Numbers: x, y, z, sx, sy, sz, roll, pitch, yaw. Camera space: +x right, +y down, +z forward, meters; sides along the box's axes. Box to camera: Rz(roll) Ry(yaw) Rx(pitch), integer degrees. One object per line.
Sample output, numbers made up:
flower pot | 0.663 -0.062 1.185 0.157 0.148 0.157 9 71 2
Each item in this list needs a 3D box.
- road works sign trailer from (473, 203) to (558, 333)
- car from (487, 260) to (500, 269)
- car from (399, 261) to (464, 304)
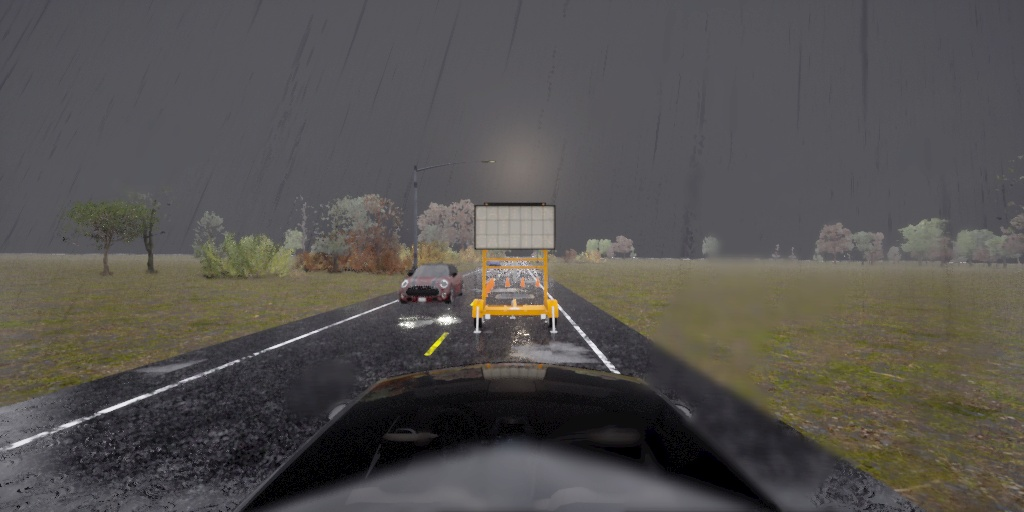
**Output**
road works sign trailer | 0.087 0.218 10.749 2.380 3.560 2.880 0 0 0
car | -2.890 1.262 57.248 1.882 1.535 5.008 0 0 1
car | -3.476 1.109 16.202 2.097 1.767 4.553 0 0 1
